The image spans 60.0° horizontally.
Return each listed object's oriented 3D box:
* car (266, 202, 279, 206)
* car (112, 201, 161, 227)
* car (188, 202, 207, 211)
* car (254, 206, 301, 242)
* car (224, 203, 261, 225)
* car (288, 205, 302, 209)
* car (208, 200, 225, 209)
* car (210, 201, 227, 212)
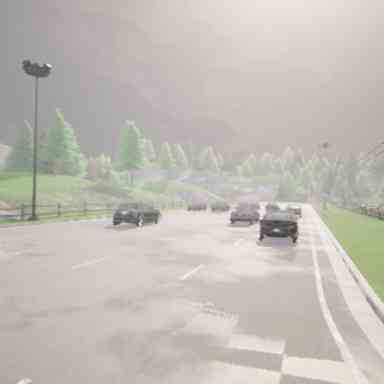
[{"bbox_3d":[12.510,2.324,51.851,1.812,1.442,4.674,1,-1,19],"label":"car"},{"bbox_3d":[-3.994,1.568,24.962,2.097,1.767,4.553,1,-1,19],"label":"car"},{"bbox_3d":[0.847,2.146,50.142,1.994,1.385,4.181,1,-1,18],"label":"car"},{"bbox_3d":[4.942,1.773,18.625,1.882,1.535,5.008,1,-1,19],"label":"car"},{"bbox_3d":[4.533,1.945,28.325,2.033,1.411,5.357,1,-1,19],"label":"car"},{"bbox_3d":[12.101,2.202,39.748,2.033,1.411,5.357,1,-1,19],"label":"car"},{"bbox_3d":[4.551,2.295,61.140,1.812,1.442,4.674,1,-1,19],"label":"car"},{"bbox_3d":[4.323,2.181,49.506,2.033,1.411,5.357,1,-1,19],"label":"car"}]
